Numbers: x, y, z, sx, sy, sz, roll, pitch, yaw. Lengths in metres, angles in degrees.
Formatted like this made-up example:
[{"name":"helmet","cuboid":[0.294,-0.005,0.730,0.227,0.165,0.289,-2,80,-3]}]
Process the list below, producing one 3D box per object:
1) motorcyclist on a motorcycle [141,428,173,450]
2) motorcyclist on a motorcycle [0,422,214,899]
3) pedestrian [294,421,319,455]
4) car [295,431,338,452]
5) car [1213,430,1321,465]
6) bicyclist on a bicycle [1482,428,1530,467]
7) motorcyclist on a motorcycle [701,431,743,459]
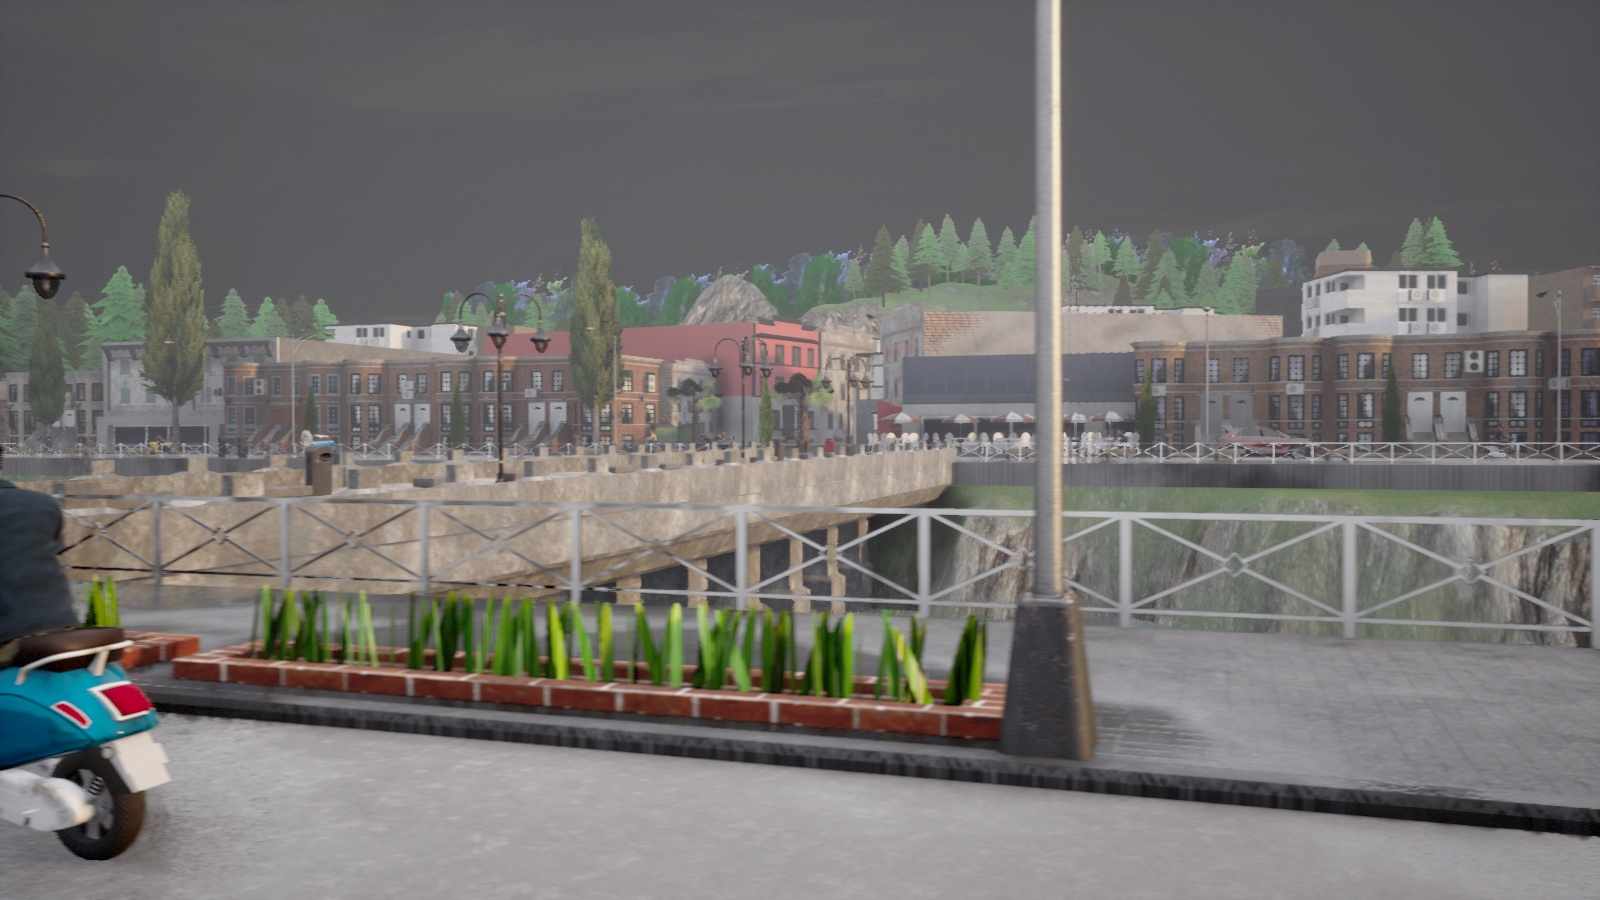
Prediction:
[{"name":"motorcyclist on a motorcycle","cuboid":[-45.123,-0.773,88.177,2.044,1.523,0.797,1,1,19]},{"name":"motorcyclist on a motorcycle","cuboid":[-3.317,0.690,4.837,1.817,1.590,0.866,1,1,19]},{"name":"pedestrian","cuboid":[-27.336,-0.676,69.549,0.900,1.855,0.874,0,1,17]},{"name":"car","cuboid":[-32.281,-0.583,83.861,2.207,1.376,1.481,1,1,19]},{"name":"car","cuboid":[22.688,-0.138,61.166,4.856,1.649,2.033,1,1,19]},{"name":"bicyclist on a bicycle","cuboid":[32.523,-0.107,57.859,1.843,1.776,0.659,0,1,19]},{"name":"motorcyclist on a motorcycle","cuboid":[-4.375,-0.280,70.263,2.191,1.530,0.866,1,1,19]}]
